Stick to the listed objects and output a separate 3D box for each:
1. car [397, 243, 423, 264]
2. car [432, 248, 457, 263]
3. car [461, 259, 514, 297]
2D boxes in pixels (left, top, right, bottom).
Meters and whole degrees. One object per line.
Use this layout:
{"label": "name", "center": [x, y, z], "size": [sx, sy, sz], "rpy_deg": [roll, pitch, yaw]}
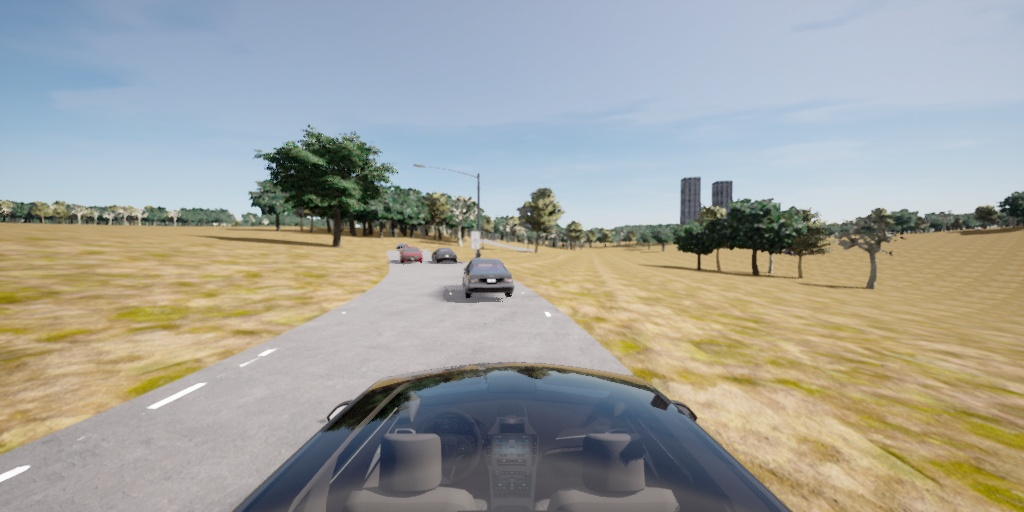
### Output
{"label": "car", "center": [-9.373, -0.126, 33.232], "size": [1.882, 1.535, 5.008], "rpy_deg": [-1, 3, -19]}
{"label": "car", "center": [-6.634, -0.112, 34.935], "size": [1.994, 1.385, 4.181], "rpy_deg": [-1, 3, -19]}
{"label": "car", "center": [-1.137, 0.818, 15.179], "size": [2.033, 1.411, 5.357], "rpy_deg": [0, 2, -9]}
